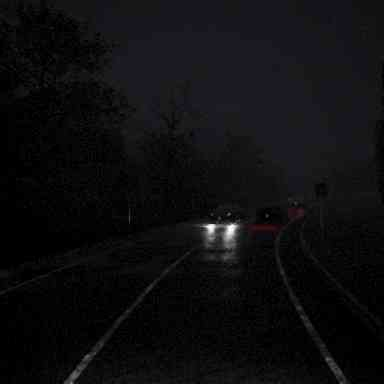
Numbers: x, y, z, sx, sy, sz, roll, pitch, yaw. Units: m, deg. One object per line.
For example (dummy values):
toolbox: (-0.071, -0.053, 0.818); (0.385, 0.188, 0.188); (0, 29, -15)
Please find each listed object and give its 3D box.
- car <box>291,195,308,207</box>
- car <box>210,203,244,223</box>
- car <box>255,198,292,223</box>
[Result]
car: (13.121, 1.060, 41.055); (1.812, 1.442, 4.674); (-2, 1, 24)
car: (2.900, 1.612, 26.699); (1.812, 1.442, 4.674); (-2, 0, 23)
car: (6.139, 1.456, 25.344); (1.882, 1.535, 5.008); (-2, 0, 22)
